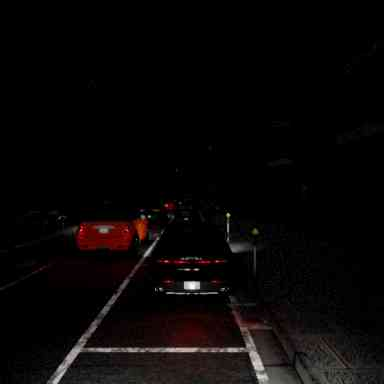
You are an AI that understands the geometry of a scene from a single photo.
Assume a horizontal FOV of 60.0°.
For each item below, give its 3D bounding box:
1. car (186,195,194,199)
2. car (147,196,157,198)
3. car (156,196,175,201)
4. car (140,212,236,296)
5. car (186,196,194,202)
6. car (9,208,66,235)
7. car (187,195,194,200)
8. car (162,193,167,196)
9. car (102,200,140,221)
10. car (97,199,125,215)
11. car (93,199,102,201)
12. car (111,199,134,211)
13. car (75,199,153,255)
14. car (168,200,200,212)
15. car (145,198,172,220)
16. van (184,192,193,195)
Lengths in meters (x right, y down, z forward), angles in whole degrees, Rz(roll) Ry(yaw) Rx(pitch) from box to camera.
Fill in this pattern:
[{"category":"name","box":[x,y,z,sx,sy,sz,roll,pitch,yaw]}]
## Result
[{"category":"car","box":[-0.383,1.440,35.101,1.967,1.590,4.097,0,0,0]},{"category":"car","box":[-8.408,1.549,67.693,2.008,1.369,4.403,0,0,0]},{"category":"car","box":[-2.941,1.563,40.722,1.994,1.385,4.181,0,0,1]},{"category":"car","box":[0.000,1.504,8.650,1.837,1.490,4.892,0,0,0]},{"category":"car","box":[-0.383,1.579,79.064,1.802,1.307,4.206,0,0,0]},{"category":"car","box":[-8.408,1.582,18.538,1.802,1.307,4.206,0,0,0]},{"category":"car","box":[-0.383,1.575,90.427,1.802,1.307,4.206,0,0,0]},{"category":"car","box":[-8.408,1.519,90.251,1.752,1.417,4.829,0,0,0]},{"category":"car","box":[-5.864,1.491,28.024,2.128,1.511,4.902,0,0,0]},{"category":"car","box":[-8.408,1.525,34.923,1.752,1.417,4.829,0,0,0]},{"category":"car","box":[-8.408,1.440,29.575,1.967,1.590,4.097,0,0,0]},{"category":"car","box":[-8.408,1.551,40.611,2.008,1.369,4.403,0,0,0]},{"category":"car","box":[-3.022,1.352,13.506,2.097,1.767,4.553,0,0,0]},{"category":"car","box":[-0.383,1.551,24.063,2.008,1.369,4.403,0,0,0]},{"category":"car","box":[-2.941,1.492,25.426,2.128,1.511,4.902,0,0,0]},{"category":"van","box":[-0.383,1.339,67.702,1.690,1.788,3.998,0,0,0]}]
